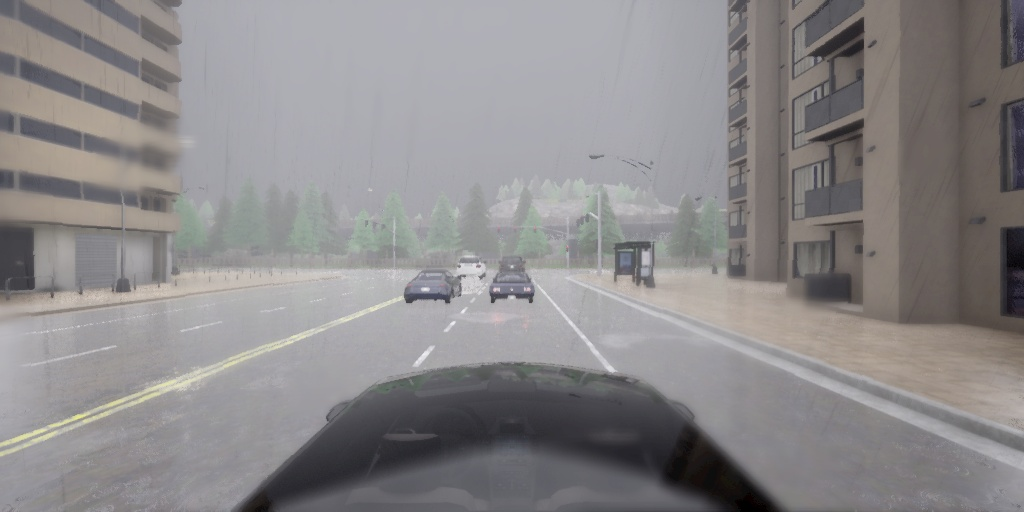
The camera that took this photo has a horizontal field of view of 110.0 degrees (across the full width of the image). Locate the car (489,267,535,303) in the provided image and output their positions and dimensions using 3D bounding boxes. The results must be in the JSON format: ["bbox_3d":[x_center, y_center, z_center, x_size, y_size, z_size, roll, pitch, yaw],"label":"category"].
[{"bbox_3d":[0.000,1.364,16.530,1.895,1.301,4.718,0,0,0],"label":"car"}]

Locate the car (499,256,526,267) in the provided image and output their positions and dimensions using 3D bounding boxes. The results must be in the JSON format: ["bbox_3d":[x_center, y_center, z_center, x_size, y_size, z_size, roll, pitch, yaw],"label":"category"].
[{"bbox_3d":[0.001,1.004,31.529,2.150,2.045,5.566,0,0,0],"label":"car"}]

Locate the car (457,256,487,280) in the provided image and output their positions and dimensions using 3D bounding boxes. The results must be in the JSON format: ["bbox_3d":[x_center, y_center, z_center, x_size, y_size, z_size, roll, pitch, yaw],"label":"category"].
[{"bbox_3d":[-3.500,1.004,31.529,2.150,2.045,5.566,0,0,0],"label":"car"}]

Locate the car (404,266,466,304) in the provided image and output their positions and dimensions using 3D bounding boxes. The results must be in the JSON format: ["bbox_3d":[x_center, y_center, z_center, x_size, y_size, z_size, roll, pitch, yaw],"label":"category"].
[{"bbox_3d":[-3.500,1.320,16.500,1.994,1.385,4.181,0,0,0],"label":"car"}]
